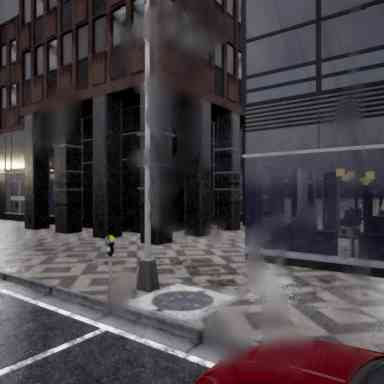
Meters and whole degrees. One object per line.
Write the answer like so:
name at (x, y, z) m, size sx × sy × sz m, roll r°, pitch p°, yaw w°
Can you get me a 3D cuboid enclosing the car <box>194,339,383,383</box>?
car at (1.961, 1.545, 1.563) m, size 4.507 × 1.381 × 1.887 m, roll 0°, pitch 0°, yaw 36°
